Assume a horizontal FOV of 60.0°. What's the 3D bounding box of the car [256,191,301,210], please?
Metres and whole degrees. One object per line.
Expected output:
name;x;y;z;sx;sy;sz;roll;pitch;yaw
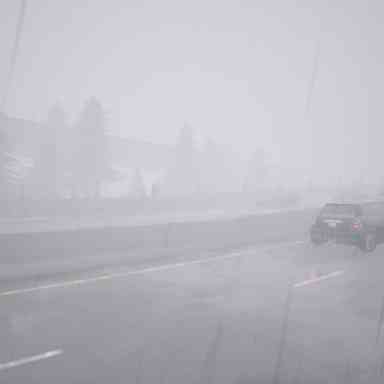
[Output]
car;8.190;0.732;31.320;5.008;1.535;1.882;-3;2;-35

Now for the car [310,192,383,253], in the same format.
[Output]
car;6.606;1.072;12.754;4.553;1.767;2.097;-3;2;-35

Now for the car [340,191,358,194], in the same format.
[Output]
car;15.307;0.577;32.091;4.181;1.385;1.994;-3;2;-35
